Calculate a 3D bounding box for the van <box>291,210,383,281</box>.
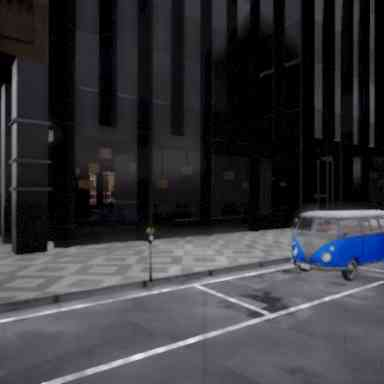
[{"bbox_3d":[4.652,1.429,9.854,3.998,1.788,1.690,1,-1,-35],"label":"van"}]
